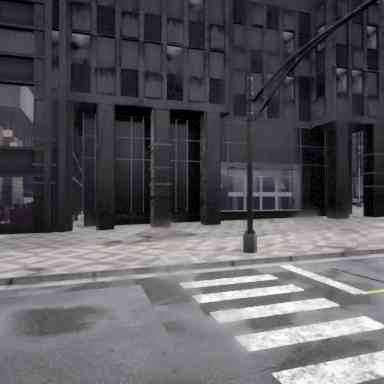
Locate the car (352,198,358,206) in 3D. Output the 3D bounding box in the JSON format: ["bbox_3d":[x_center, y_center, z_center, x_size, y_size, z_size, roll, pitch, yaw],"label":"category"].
[{"bbox_3d":[22.550,1.339,49.221,1.994,1.385,4.181,0,-1,-16],"label":"car"}]
